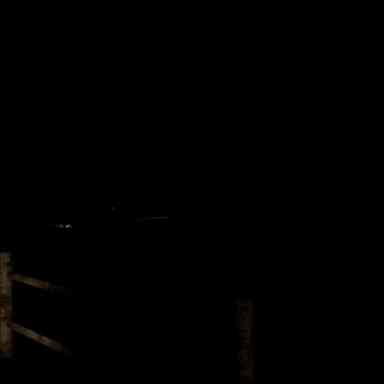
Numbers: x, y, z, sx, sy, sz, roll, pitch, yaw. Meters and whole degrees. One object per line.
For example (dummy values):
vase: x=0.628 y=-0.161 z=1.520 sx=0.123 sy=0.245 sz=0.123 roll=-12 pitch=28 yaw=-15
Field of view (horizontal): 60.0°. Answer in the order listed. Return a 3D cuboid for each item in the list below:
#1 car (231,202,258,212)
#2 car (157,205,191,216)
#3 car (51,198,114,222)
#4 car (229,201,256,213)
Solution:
car: x=8.572 y=2.412 z=53.895 sx=2.033 sy=1.411 sz=5.357 roll=-1 pitch=-1 yaw=36
car: x=-2.076 y=2.164 z=39.512 sx=1.895 sy=1.301 sz=4.718 roll=-1 pitch=-1 yaw=36
car: x=-9.505 y=1.578 z=29.390 sx=2.150 sy=2.045 sz=5.566 roll=-1 pitch=-2 yaw=35
car: x=7.179 y=2.085 z=47.170 sx=2.097 sy=1.767 sz=4.553 roll=-1 pitch=-1 yaw=36
